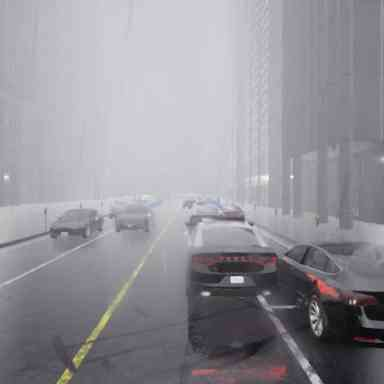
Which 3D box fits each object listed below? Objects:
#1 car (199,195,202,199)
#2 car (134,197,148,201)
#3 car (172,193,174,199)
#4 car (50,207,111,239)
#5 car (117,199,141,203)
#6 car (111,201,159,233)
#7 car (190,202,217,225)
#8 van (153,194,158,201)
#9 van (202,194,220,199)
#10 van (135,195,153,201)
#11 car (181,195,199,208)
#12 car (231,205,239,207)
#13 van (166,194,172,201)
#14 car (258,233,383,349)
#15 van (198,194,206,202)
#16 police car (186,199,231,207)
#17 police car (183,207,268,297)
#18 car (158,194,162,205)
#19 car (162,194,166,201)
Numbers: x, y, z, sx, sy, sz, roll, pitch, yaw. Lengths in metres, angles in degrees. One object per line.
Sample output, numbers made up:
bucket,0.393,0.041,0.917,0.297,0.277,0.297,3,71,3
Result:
car,2.354,1.562,57.042,1.802,1.307,4.206,0,0,0
car,-6.008,1.514,34.244,1.752,1.417,4.829,0,0,0
car,-6.374,1.513,85.181,1.887,1.381,4.507,0,0,0
car,-5.887,1.560,17.492,1.947,1.339,4.313,0,0,0
car,-5.968,1.541,28.774,2.008,1.369,4.403,0,0,0
car,-3.236,1.498,19.636,1.837,1.490,4.892,0,0,0
car,0.728,1.518,24.648,1.812,1.442,4.674,0,0,0
van,-6.091,1.326,45.695,1.690,1.788,3.998,0,0,0
van,2.475,1.327,40.121,1.690,1.788,3.998,0,0,0
van,-6.050,1.328,40.055,1.690,1.788,3.998,0,0,0
car,-0.290,1.489,45.228,1.837,1.490,4.892,0,0,0
car,2.597,1.537,23.199,1.887,1.381,4.507,0,0,0
van,-6.334,1.312,79.540,1.690,1.788,3.998,0,0,0
car,2.719,1.564,6.277,1.947,1.339,4.313,0,0,0
van,2.231,1.314,73.964,1.690,1.788,3.998,0,0,0
police car,0.770,1.419,18.759,1.930,1.638,5.238,0,0,0
police car,0.785,1.422,8.749,1.930,1.638,5.238,0,0,-1
car,-6.131,1.423,51.336,1.967,1.590,4.097,0,0,0
car,-6.172,1.295,56.977,2.192,1.841,5.009,0,0,0
